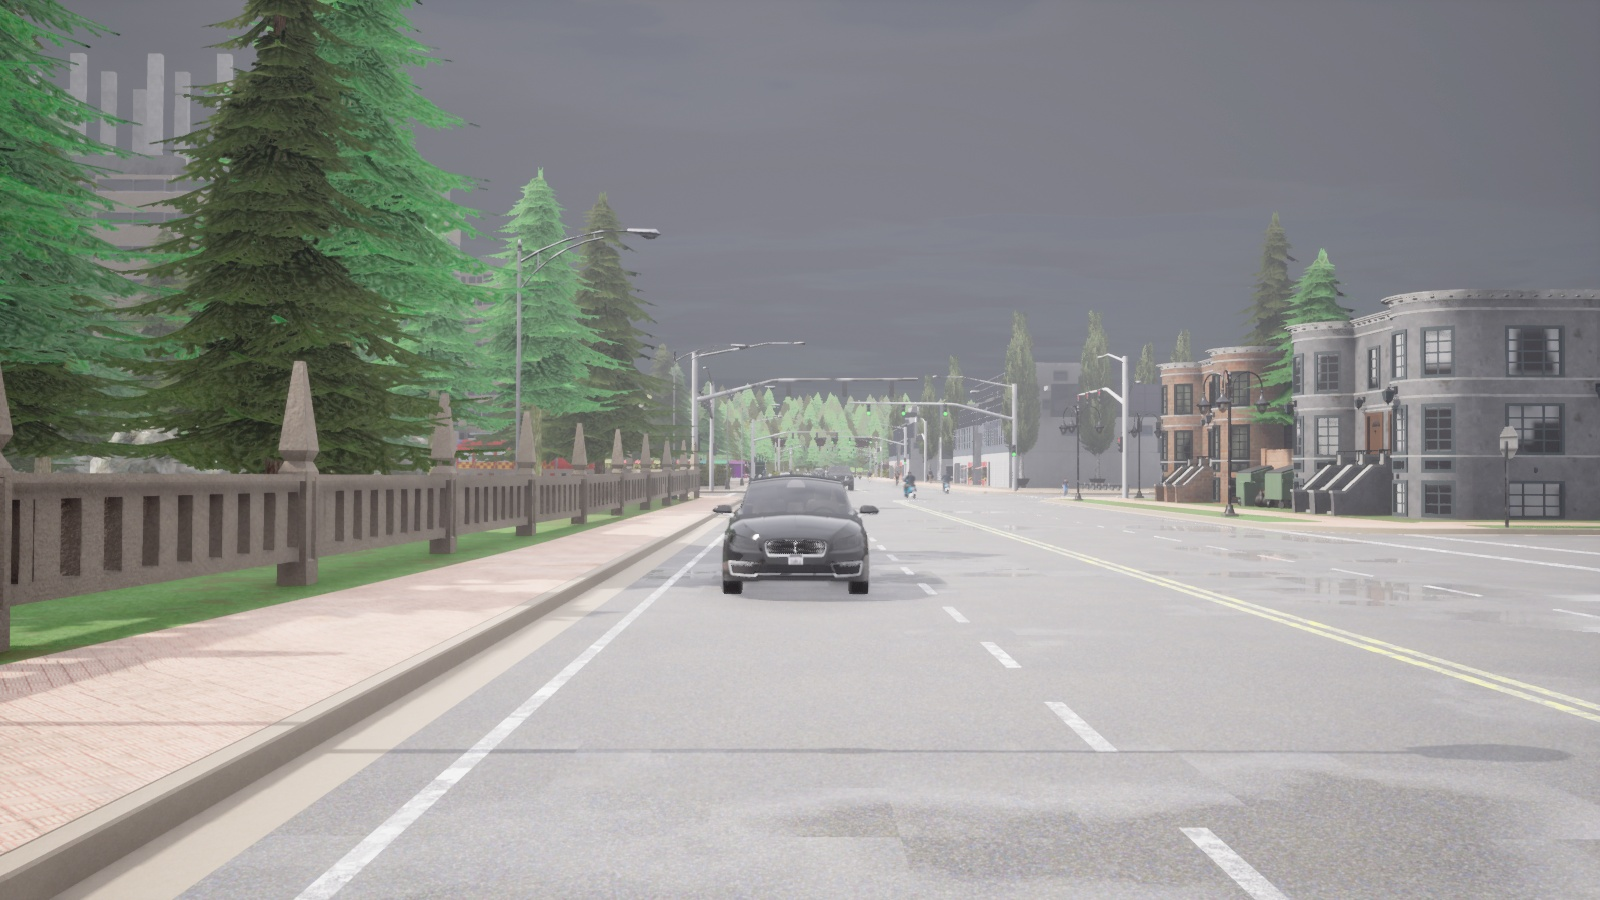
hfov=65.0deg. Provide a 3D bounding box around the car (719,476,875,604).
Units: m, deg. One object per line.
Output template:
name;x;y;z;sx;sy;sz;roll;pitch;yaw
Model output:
car;-0.048;1.109;17.282;1.837;1.490;4.892;0;-1;0

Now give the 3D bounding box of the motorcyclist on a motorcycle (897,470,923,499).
motorcyclist on a motorcycle;6.139;1.922;70.332;0.866;1.590;1.817;-1;-1;-14

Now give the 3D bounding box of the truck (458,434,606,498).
truck;-16.340;1.006;77.079;8.468;3.827;2.891;0;-1;0
